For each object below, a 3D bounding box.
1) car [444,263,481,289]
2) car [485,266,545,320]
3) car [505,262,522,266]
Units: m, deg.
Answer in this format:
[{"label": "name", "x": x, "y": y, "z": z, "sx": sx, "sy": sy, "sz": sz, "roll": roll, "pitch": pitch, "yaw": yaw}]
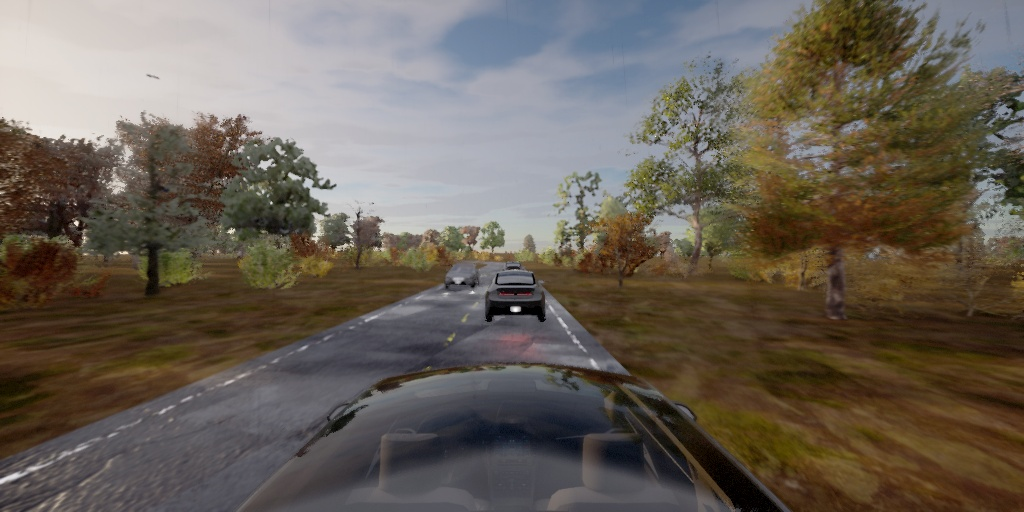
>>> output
[{"label": "car", "x": -3.098, "y": 1.244, "z": 23.067, "sx": 2.128, "sy": 1.511, "sz": 4.902, "roll": 0, "pitch": 0, "yaw": 0}, {"label": "car", "x": 0.101, "y": 1.256, "z": 12.557, "sx": 1.837, "sy": 1.490, "sz": 4.892, "roll": 0, "pitch": 0, "yaw": 0}, {"label": "car", "x": 0.102, "y": 1.258, "z": 30.655, "sx": 1.837, "sy": 1.490, "sz": 4.892, "roll": 0, "pitch": 0, "yaw": 0}]
